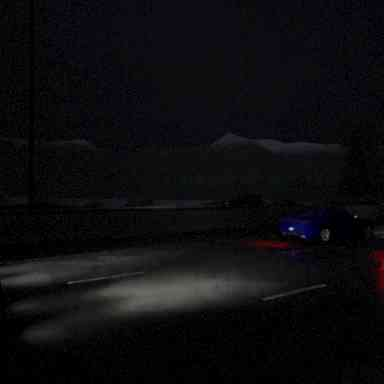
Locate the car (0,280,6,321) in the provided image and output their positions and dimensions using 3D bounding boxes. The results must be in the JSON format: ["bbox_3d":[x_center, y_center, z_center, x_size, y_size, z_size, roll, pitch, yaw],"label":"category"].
[{"bbox_3d":[-5.192,1.474,4.240,4.902,1.511,2.128,0,0,-36],"label":"car"}]

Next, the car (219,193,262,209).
[{"bbox_3d":[5.898,1.183,39.363,5.566,2.045,2.150,0,0,-26],"label":"car"}]

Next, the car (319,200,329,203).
[{"bbox_3d":[14.862,1.531,35.754,5.357,1.411,2.033,0,0,-23],"label":"car"}]

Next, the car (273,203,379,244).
[{"bbox_3d":[6.523,1.470,15.842,5.008,1.535,1.882,0,0,-29],"label":"car"}]

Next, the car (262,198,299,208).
[{"bbox_3d":[10.477,1.537,37.588,4.181,1.385,1.994,0,0,-24],"label":"car"}]

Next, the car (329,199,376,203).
[{"bbox_3d":[16.190,1.496,32.471,4.892,1.490,1.837,0,0,-23],"label":"car"}]
